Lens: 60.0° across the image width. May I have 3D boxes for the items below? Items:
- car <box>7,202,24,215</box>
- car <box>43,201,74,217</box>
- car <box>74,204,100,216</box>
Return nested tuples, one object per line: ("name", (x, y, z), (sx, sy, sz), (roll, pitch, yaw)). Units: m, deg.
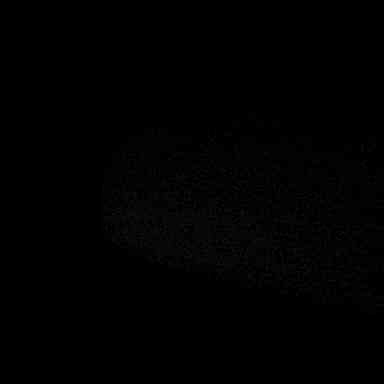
("car", (-21.663, 1.984, 38.590), (1.882, 1.535, 5.008), (0, -1, 9))
("car", (-14.579, 1.833, 37.276), (2.097, 1.767, 4.553), (0, -1, 7))
("car", (-10.985, 2.036, 38.374), (2.033, 1.411, 5.357), (0, -1, 9))
